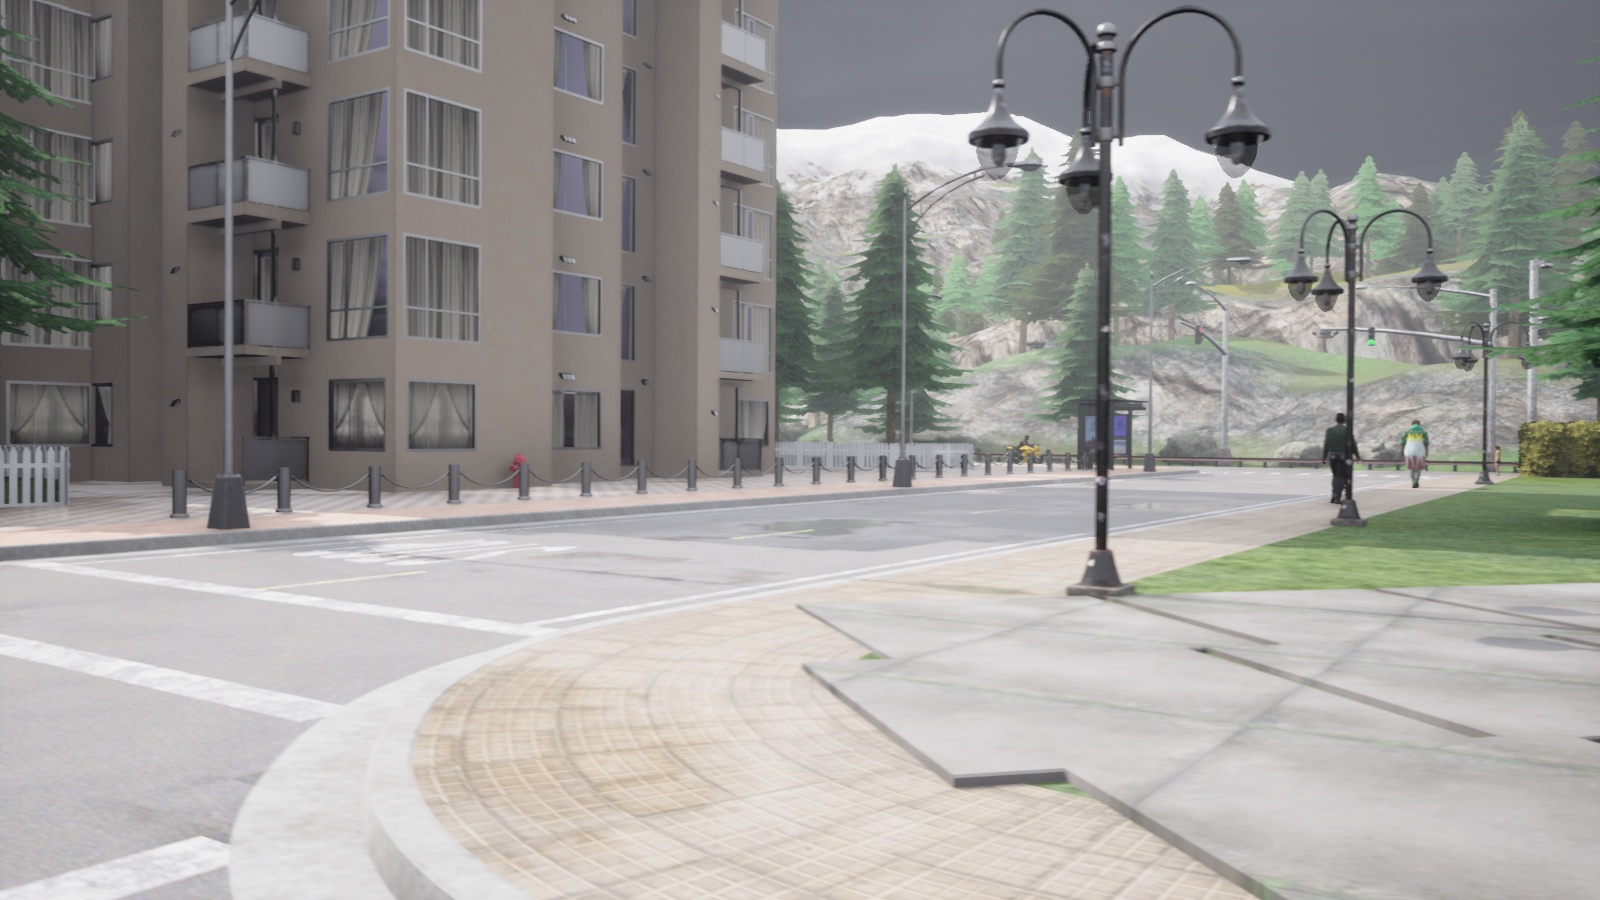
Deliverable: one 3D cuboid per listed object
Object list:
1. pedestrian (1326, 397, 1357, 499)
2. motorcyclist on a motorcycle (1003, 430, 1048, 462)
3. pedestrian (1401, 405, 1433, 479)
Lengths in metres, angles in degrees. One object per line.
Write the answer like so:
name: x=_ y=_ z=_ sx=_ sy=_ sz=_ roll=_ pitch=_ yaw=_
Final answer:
pedestrian: x=10.594 y=-0.048 z=24.581 sx=0.423 sy=1.949 sz=0.788 roll=0 pitch=1 yaw=33
motorcyclist on a motorcycle: x=11.070 y=-0.190 z=61.620 sx=2.044 sy=1.523 sz=0.797 roll=0 pitch=1 yaw=35
pedestrian: x=16.431 y=-0.221 z=33.412 sx=0.659 sy=1.952 sz=0.873 roll=0 pitch=1 yaw=33
